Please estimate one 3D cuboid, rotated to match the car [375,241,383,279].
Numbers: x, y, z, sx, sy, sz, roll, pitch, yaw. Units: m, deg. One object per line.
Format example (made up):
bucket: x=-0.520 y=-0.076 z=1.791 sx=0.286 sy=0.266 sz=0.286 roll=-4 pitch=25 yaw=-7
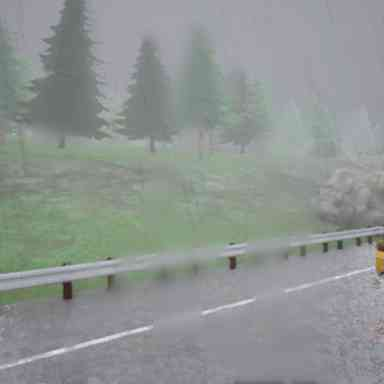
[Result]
car: x=6.646 y=1.477 z=8.491 sx=5.008 sy=1.535 sz=1.882 roll=0 pitch=0 yaw=-36
